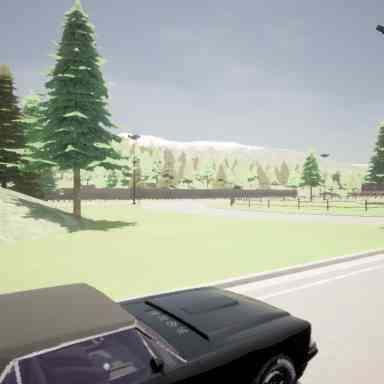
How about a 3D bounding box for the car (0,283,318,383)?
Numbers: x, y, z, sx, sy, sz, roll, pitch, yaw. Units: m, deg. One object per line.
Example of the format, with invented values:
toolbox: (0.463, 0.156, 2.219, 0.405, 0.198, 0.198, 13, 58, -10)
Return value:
car: (-0.949, 1.601, 3.070, 4.718, 1.301, 1.895, 0, 0, -35)
